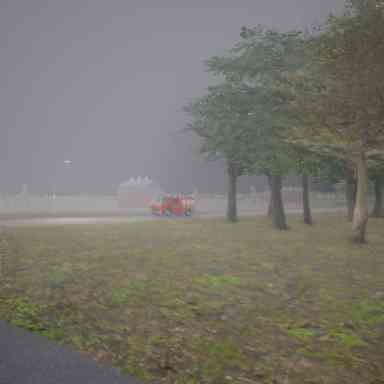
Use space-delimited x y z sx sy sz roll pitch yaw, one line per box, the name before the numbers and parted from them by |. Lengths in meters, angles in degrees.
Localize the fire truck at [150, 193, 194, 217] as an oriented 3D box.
fire truck | -3.241 2.182 56.839 2.891 3.827 8.468 -1 -3 39
